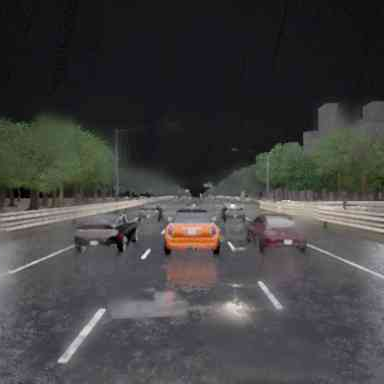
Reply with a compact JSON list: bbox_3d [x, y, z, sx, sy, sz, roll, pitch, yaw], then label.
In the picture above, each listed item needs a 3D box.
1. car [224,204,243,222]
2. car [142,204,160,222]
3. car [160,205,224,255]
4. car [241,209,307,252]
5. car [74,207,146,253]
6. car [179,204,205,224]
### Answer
[{"bbox_3d":[3.501,1.761,29.294,2.128,1.511,4.902,0,0,0],"label":"car"},{"bbox_3d":[-3.500,1.761,29.295,2.128,1.511,4.902,0,0,0],"label":"car"},{"bbox_3d":[0.000,1.482,14.078,2.097,1.767,4.553,0,-1,0],"label":"car"},{"bbox_3d":[3.504,1.661,14.385,1.812,1.442,4.674,0,0,0],"label":"car"},{"bbox_3d":[-3.497,1.627,14.299,2.128,1.511,4.902,0,0,0],"label":"car"},{"bbox_3d":[-0.004,1.813,28.989,2.033,1.411,5.357,0,0,0],"label":"car"}]
